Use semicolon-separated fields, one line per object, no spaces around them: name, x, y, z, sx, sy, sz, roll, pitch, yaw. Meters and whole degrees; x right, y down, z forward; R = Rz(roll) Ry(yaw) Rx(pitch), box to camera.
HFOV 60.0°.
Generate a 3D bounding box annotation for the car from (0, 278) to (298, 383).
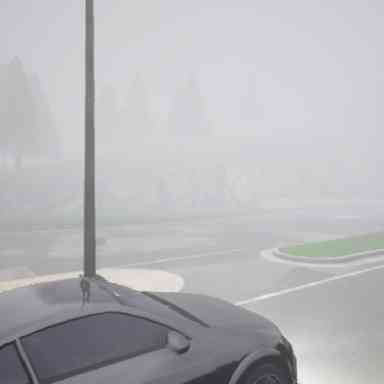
car;-0.942;1.563;3.071;4.181;1.385;1.994;0;0;-35
